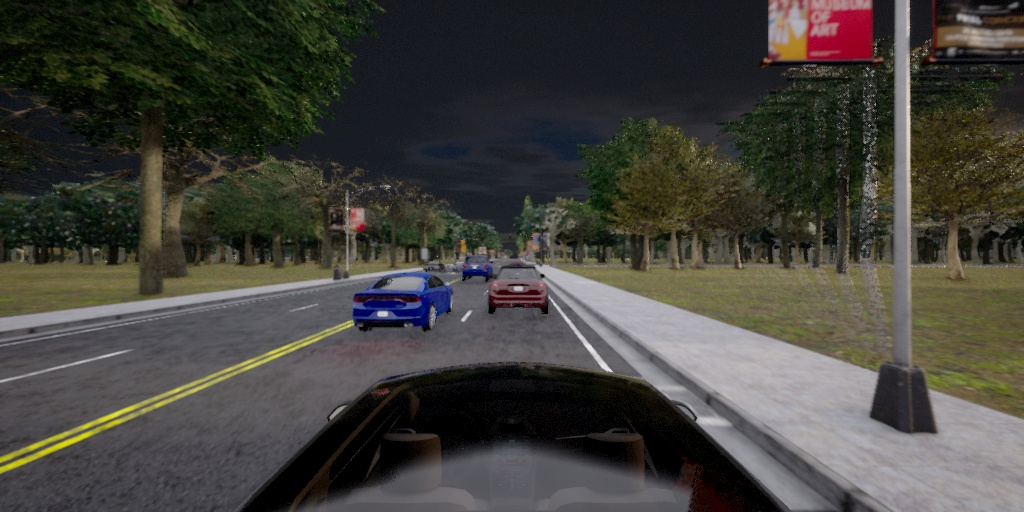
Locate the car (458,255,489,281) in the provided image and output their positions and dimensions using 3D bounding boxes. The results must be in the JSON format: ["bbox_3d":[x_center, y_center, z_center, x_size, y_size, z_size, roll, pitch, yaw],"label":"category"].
[{"bbox_3d":[-2.806,0.974,30.023,2.150,2.045,5.566,0,0,1],"label":"car"}]

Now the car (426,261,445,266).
[{"bbox_3d":[-9.294,1.314,43.324,1.994,1.385,4.181,0,0,1],"label":"car"}]

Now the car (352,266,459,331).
[{"bbox_3d":[-3.045,1.226,11.008,1.882,1.535,5.008,0,0,1],"label":"car"}]

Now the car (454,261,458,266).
[{"bbox_3d":[-6.038,1.278,43.638,1.812,1.442,4.674,0,0,1],"label":"car"}]

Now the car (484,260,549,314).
[{"bbox_3d":[0.242,1.104,14.019,2.097,1.767,4.553,0,0,1],"label":"car"}]
